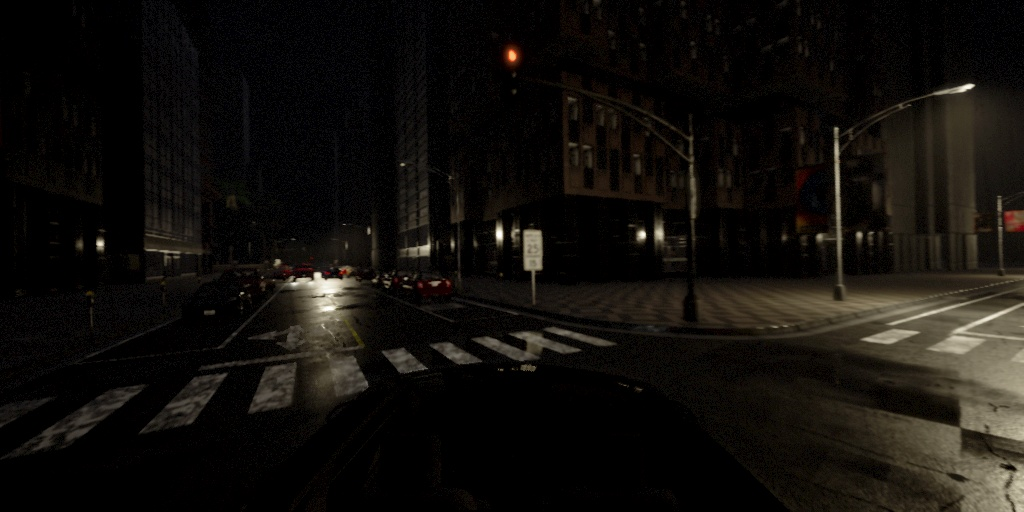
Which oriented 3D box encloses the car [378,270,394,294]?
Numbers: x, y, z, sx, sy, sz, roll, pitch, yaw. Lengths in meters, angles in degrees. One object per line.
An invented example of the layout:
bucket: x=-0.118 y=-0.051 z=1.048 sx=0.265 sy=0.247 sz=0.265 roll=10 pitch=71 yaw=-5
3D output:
car: x=-7.398 y=1.575 z=23.914 sx=1.967 sy=1.591 sz=4.097 roll=0 pitch=0 yaw=-30

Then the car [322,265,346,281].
car: x=-21.225 y=2.149 z=42.630 sx=1.812 sy=1.442 sz=4.674 roll=-1 pitch=-1 yaw=-29

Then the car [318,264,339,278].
car: x=-25.242 y=2.134 z=49.596 sx=2.097 sy=1.767 sz=4.553 roll=-1 pitch=-1 yaw=-30

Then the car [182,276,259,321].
car: x=-12.115 y=1.734 z=14.980 sx=1.948 sy=1.339 sz=4.313 roll=0 pitch=0 yaw=-30

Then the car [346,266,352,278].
car: x=-20.919 y=2.184 z=47.619 sx=1.751 sy=1.417 sz=4.829 roll=0 pitch=0 yaw=-30

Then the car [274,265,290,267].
car: x=-30.930 y=2.216 z=47.966 sx=2.192 sy=1.841 sz=5.009 roll=0 pitch=0 yaw=-30

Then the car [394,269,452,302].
car: x=-4.711 y=1.472 z=19.203 sx=1.967 sy=1.591 sz=4.097 roll=0 pitch=0 yaw=-30

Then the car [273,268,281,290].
car: x=-20.094 y=2.005 z=28.969 sx=1.751 sy=1.417 sz=4.829 roll=0 pitch=0 yaw=-30

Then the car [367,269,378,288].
car: x=-10.085 y=1.821 z=28.626 sx=1.802 sy=1.307 sz=4.207 roll=0 pitch=0 yaw=-30

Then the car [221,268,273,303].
car: x=-14.803 y=1.586 z=19.692 sx=2.192 sy=1.841 sz=5.009 roll=0 pitch=0 yaw=-30

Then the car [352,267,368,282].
car: x=-15.460 y=1.993 z=38.048 sx=1.888 sy=1.381 sz=4.507 roll=0 pitch=0 yaw=-30

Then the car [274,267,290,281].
car: x=-28.242 y=2.377 z=43.254 sx=1.802 sy=1.307 sz=4.207 roll=0 pitch=0 yaw=-30

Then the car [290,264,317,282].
car: x=-24.760 y=1.929 z=42.693 sx=2.150 sy=2.045 sz=5.566 roll=-1 pitch=-1 yaw=-30
